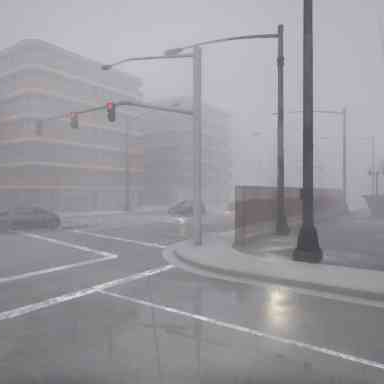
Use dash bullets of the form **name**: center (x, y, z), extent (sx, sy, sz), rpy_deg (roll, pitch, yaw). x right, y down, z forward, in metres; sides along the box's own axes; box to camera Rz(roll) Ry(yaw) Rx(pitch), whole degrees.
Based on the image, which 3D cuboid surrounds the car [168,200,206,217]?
- **car**: center (-0.361, 1.525, 31.724), extent (1.812, 1.442, 4.674), rpy_deg (0, 0, 35)

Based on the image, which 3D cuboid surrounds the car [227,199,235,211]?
- **car**: center (6.035, 1.500, 41.012), extent (1.837, 1.490, 4.892), rpy_deg (0, 1, 33)

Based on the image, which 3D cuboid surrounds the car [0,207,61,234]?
- **car**: center (-9.766, 1.550, 19.078), extent (4.181, 1.385, 1.994), rpy_deg (1, 0, -45)
